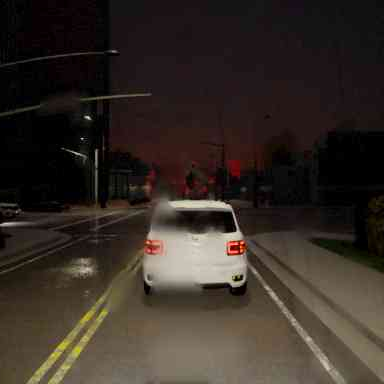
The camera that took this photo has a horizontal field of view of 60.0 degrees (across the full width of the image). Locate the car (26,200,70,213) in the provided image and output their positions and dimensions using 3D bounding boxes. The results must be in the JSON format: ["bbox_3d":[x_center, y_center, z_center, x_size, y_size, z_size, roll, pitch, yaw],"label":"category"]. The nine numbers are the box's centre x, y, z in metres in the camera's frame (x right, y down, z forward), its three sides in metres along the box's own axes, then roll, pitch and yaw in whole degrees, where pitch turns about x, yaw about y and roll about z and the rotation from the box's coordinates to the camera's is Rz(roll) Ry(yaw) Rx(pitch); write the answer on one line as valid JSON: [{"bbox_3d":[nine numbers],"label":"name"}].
[{"bbox_3d":[-16.757,1.664,37.843,5.357,1.411,2.033,-1,0,6],"label":"car"}]

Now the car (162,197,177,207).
[{"bbox_3d":[-3.537,1.564,52.975,1.994,1.385,4.181,0,0,0],"label":"car"}]

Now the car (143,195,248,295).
[{"bbox_3d":[0.078,1.221,8.832,2.150,2.045,5.566,0,0,0],"label":"car"}]

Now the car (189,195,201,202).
[{"bbox_3d":[0.828,1.464,78.702,1.882,1.535,5.008,0,0,12],"label":"car"}]

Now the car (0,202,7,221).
[{"bbox_3d":[-16.222,1.667,24.074,4.181,1.385,1.994,-1,0,0],"label":"car"}]

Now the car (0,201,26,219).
[{"bbox_3d":[-17.302,1.338,27.570,5.566,2.045,2.150,-1,0,0],"label":"car"}]
